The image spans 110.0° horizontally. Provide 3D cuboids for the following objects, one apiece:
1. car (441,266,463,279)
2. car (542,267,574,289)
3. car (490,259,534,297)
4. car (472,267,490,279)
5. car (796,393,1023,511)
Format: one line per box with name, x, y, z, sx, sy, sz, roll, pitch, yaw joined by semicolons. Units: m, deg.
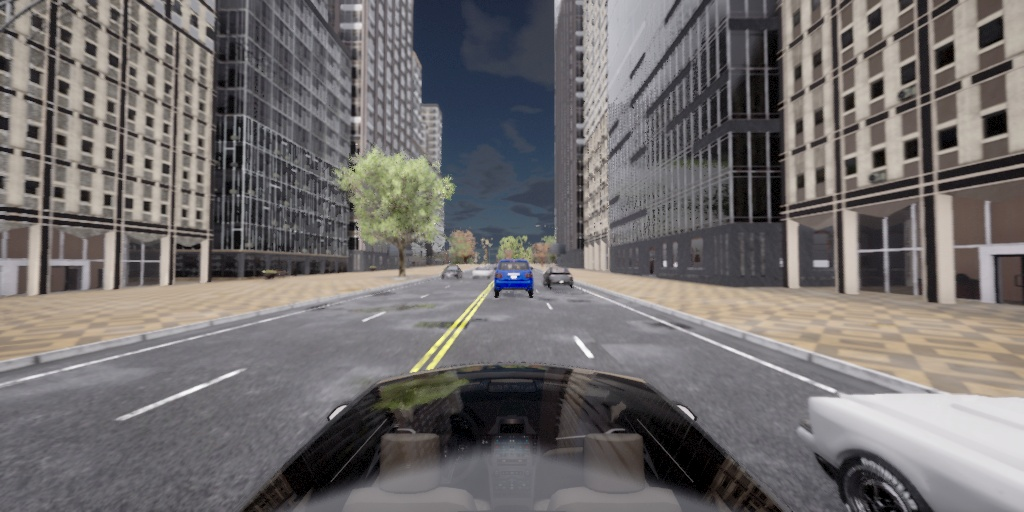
car;-6.515;1.777;39.390;1.812;1.442;4.674;0;-1;0
car;3.342;1.572;26.587;2.128;1.511;4.902;0;-1;0
car;0.092;1.229;21.217;2.150;2.045;5.566;0;-1;0
car;-3.263;1.852;39.558;1.895;1.301;4.718;0;-1;0
car;3.349;1.340;0.877;1.895;1.301;4.718;0;-1;0
